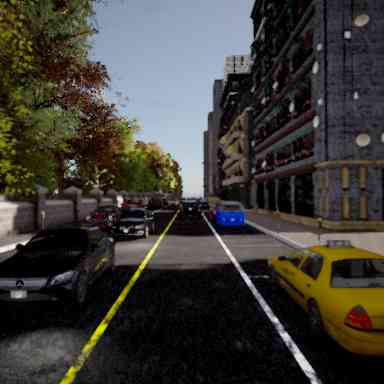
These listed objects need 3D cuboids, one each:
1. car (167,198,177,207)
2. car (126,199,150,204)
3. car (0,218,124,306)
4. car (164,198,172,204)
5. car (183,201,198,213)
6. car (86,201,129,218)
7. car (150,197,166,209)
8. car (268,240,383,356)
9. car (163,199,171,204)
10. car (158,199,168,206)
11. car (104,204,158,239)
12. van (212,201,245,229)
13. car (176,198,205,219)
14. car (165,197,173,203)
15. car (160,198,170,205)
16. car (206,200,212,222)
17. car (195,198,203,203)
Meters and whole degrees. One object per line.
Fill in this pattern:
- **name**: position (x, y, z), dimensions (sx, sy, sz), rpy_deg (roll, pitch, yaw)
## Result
- **car**: position (-3.504, 2.054, 64.927), dimensions (1.882, 1.535, 5.008), rpy_deg (0, 0, 0)
- **car**: position (-5.937, 1.621, 33.768), dimensions (2.192, 1.841, 5.009), rpy_deg (0, 0, 0)
- **car**: position (-3.152, 1.608, 8.336), dimensions (1.812, 1.442, 4.674), rpy_deg (0, 0, -1)
- **car**: position (-6.372, 2.319, 88.979), dimensions (1.752, 1.417, 4.829), rpy_deg (0, -1, 0)
- **car**: position (-0.237, 1.978, 44.707), dimensions (1.895, 1.301, 4.718), rpy_deg (0, 0, 0)
- **car**: position (-5.849, 1.652, 22.690), dimensions (1.967, 1.590, 4.097), rpy_deg (0, 0, 0)
- **car**: position (-6.111, 1.812, 55.921), dimensions (2.192, 1.841, 5.009), rpy_deg (0, 0, 0)
- **car**: position (2.660, 1.568, 6.313), dimensions (1.752, 1.417, 4.829), rpy_deg (0, 0, 0)
- **car**: position (-6.329, 2.326, 83.611), dimensions (1.802, 1.307, 4.206), rpy_deg (0, -1, 0)
- **car**: position (-6.242, 2.210, 72.534), dimensions (1.947, 1.339, 4.313), rpy_deg (0, -1, 0)
- **car**: position (-3.221, 1.672, 18.580), dimensions (1.837, 1.490, 4.892), rpy_deg (0, 0, 0)
- **van**: position (2.531, 1.520, 22.760), dimensions (1.690, 1.788, 3.998), rpy_deg (0, 0, 0)
- **car**: position (-0.141, 1.623, 32.480), dimensions (2.097, 1.767, 4.553), rpy_deg (0, -1, 0)
- **car**: position (-6.417, 2.287, 94.689), dimensions (1.967, 1.590, 4.097), rpy_deg (0, -1, 0)
- **car**: position (-6.286, 2.134, 78.073), dimensions (1.967, 1.590, 4.097), rpy_deg (0, -1, 0)
- **car**: position (2.487, 1.666, 28.298), dimensions (1.967, 1.590, 4.097), rpy_deg (0, 0, 0)
- **car**: position (1.963, 2.365, 94.756), dimensions (2.008, 1.369, 4.403), rpy_deg (0, -1, 0)
